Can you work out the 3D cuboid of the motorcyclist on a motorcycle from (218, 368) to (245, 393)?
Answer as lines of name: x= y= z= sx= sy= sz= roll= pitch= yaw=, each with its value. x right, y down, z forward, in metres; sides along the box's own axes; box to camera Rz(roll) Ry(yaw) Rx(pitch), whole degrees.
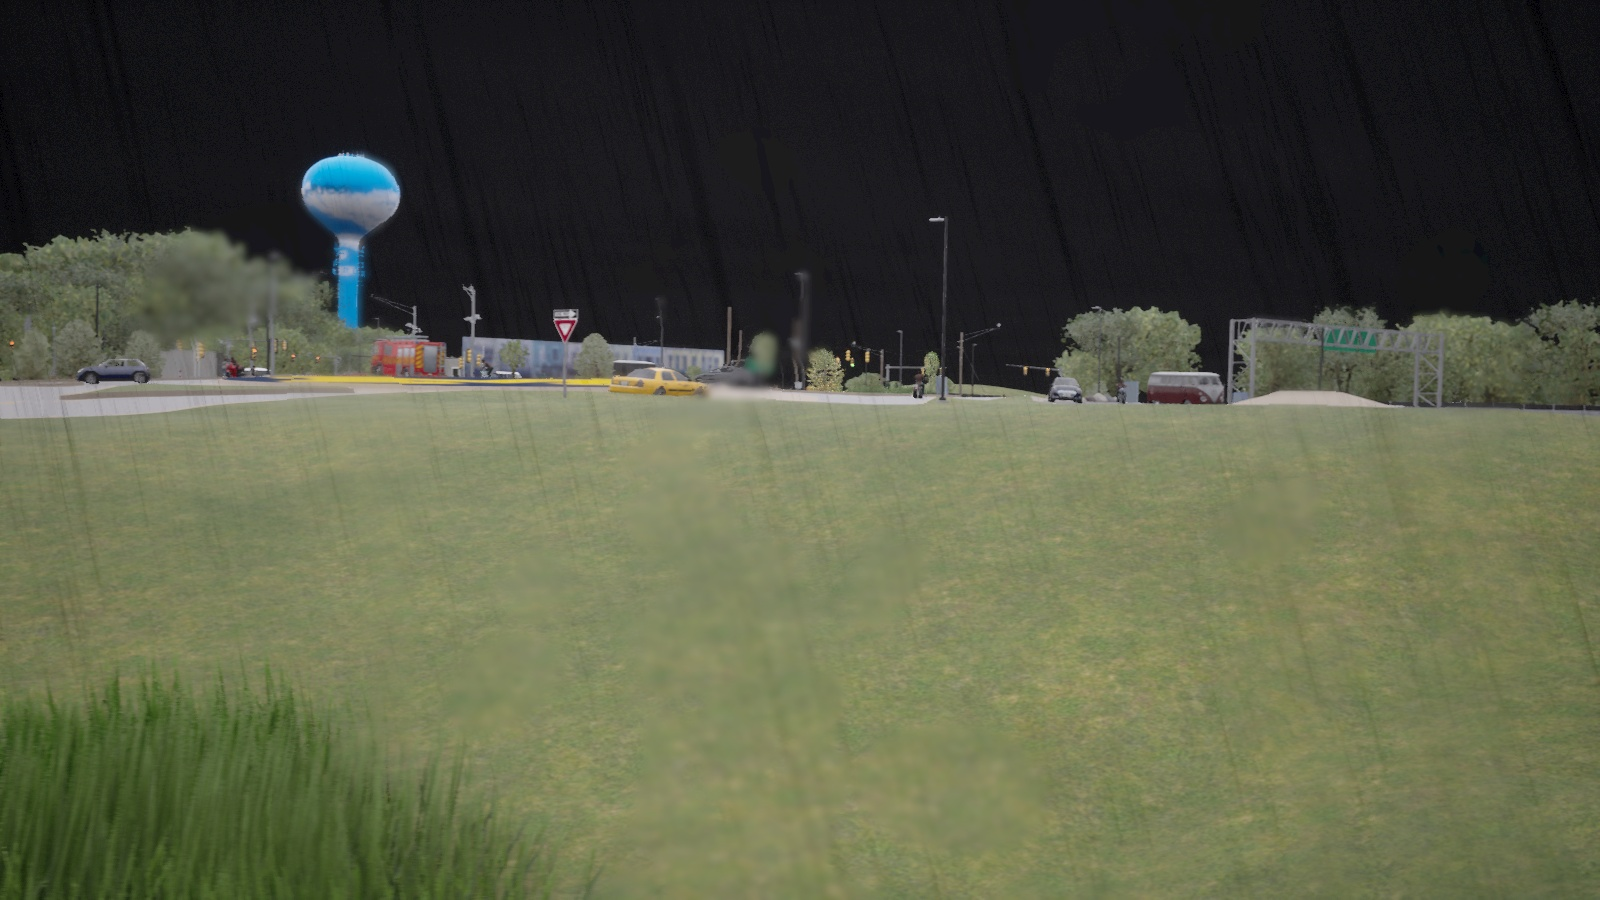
motorcyclist on a motorcycle: x=-37.255 y=-4.562 z=82.307 sx=0.797 sy=1.523 sz=2.044 roll=0 pitch=5 yaw=-1

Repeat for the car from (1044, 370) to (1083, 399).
car: x=16.455 y=-4.106 z=78.658 sx=2.033 sy=1.649 sz=4.856 roll=2 pitch=4 yaw=8

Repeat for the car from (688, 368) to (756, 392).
car: x=-5.131 y=-4.628 z=82.563 sx=4.193 sy=1.474 sz=1.816 roll=3 pitch=2 yaw=34

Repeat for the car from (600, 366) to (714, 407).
car: x=-5.945 y=-2.663 z=52.962 sx=1.801 sy=1.575 sz=5.366 roll=5 pitch=5 yaw=30

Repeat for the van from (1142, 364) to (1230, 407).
van: x=18.717 y=-3.192 z=61.170 sx=1.775 sy=1.987 sz=4.442 roll=-1 pitch=4 yaw=-19

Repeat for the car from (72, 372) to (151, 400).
car: x=-40.131 y=-3.747 z=73.282 sx=3.806 sy=1.475 sz=1.970 roll=-3 pitch=4 yaw=-25
